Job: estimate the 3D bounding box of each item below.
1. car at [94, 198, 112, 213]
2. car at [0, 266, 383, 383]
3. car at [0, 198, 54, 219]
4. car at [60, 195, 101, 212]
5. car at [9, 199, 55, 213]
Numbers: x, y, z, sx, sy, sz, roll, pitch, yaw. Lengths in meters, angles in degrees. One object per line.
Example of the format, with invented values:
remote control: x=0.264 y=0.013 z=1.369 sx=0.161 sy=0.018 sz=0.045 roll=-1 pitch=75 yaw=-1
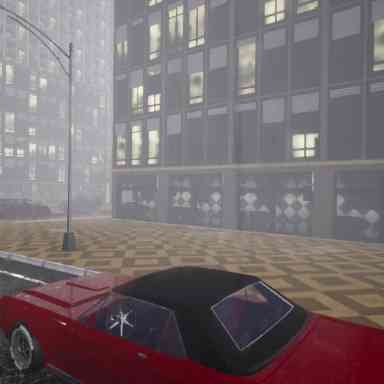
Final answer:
car: x=-8.916 y=1.828 z=39.949 sx=1.752 sy=1.417 sz=4.829 roll=1 pitch=0 yaw=37
car: x=-0.333 y=1.600 z=3.927 sx=4.718 sy=1.301 sz=1.895 roll=0 pitch=0 yaw=36
car: x=-15.737 y=1.517 z=30.754 sx=2.192 sy=1.841 sz=5.009 roll=1 pitch=0 yaw=37
car: x=-14.052 y=1.424 z=42.717 sx=2.150 sy=2.045 sz=5.566 roll=1 pitch=0 yaw=37
car: x=-19.211 y=1.641 z=40.138 sx=1.752 sy=1.417 sz=4.829 roll=1 pitch=0 yaw=37
